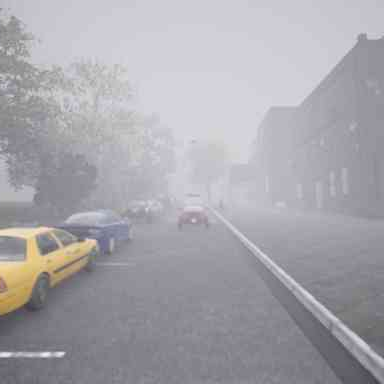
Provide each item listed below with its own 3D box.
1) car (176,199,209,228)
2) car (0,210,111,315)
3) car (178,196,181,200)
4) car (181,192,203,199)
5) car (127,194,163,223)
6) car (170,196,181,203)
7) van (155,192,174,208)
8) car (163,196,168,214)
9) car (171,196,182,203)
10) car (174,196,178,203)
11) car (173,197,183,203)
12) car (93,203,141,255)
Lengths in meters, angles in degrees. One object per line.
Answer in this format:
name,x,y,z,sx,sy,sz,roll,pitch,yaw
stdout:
car,0.097,1.422,21.053,1.812,1.442,4.674,0,1,0
car,-3.646,1.437,7.614,1.946,1.575,5.366,0,0,2
car,-3.639,1.484,63.127,2.163,1.488,4.792,1,-1,2
car,0.097,1.033,40.188,2.150,2.045,5.566,0,0,0
car,-3.656,1.238,24.108,2.185,1.767,4.553,0,0,2
car,-3.641,1.705,74.234,2.097,1.535,5.008,1,-1,2
van,-3.652,1.062,40.968,1.878,1.987,4.442,0,0,2
car,-3.655,1.378,29.708,2.002,1.452,4.674,0,0,2
car,-3.649,1.830,79.794,2.097,1.535,5.008,0,-1,2
car,-3.657,1.137,46.391,2.185,1.767,4.553,0,0,2
car,-3.652,1.986,85.399,2.163,1.488,4.792,0,-1,2
car,-3.654,1.414,12.994,2.097,1.535,5.008,0,0,2
